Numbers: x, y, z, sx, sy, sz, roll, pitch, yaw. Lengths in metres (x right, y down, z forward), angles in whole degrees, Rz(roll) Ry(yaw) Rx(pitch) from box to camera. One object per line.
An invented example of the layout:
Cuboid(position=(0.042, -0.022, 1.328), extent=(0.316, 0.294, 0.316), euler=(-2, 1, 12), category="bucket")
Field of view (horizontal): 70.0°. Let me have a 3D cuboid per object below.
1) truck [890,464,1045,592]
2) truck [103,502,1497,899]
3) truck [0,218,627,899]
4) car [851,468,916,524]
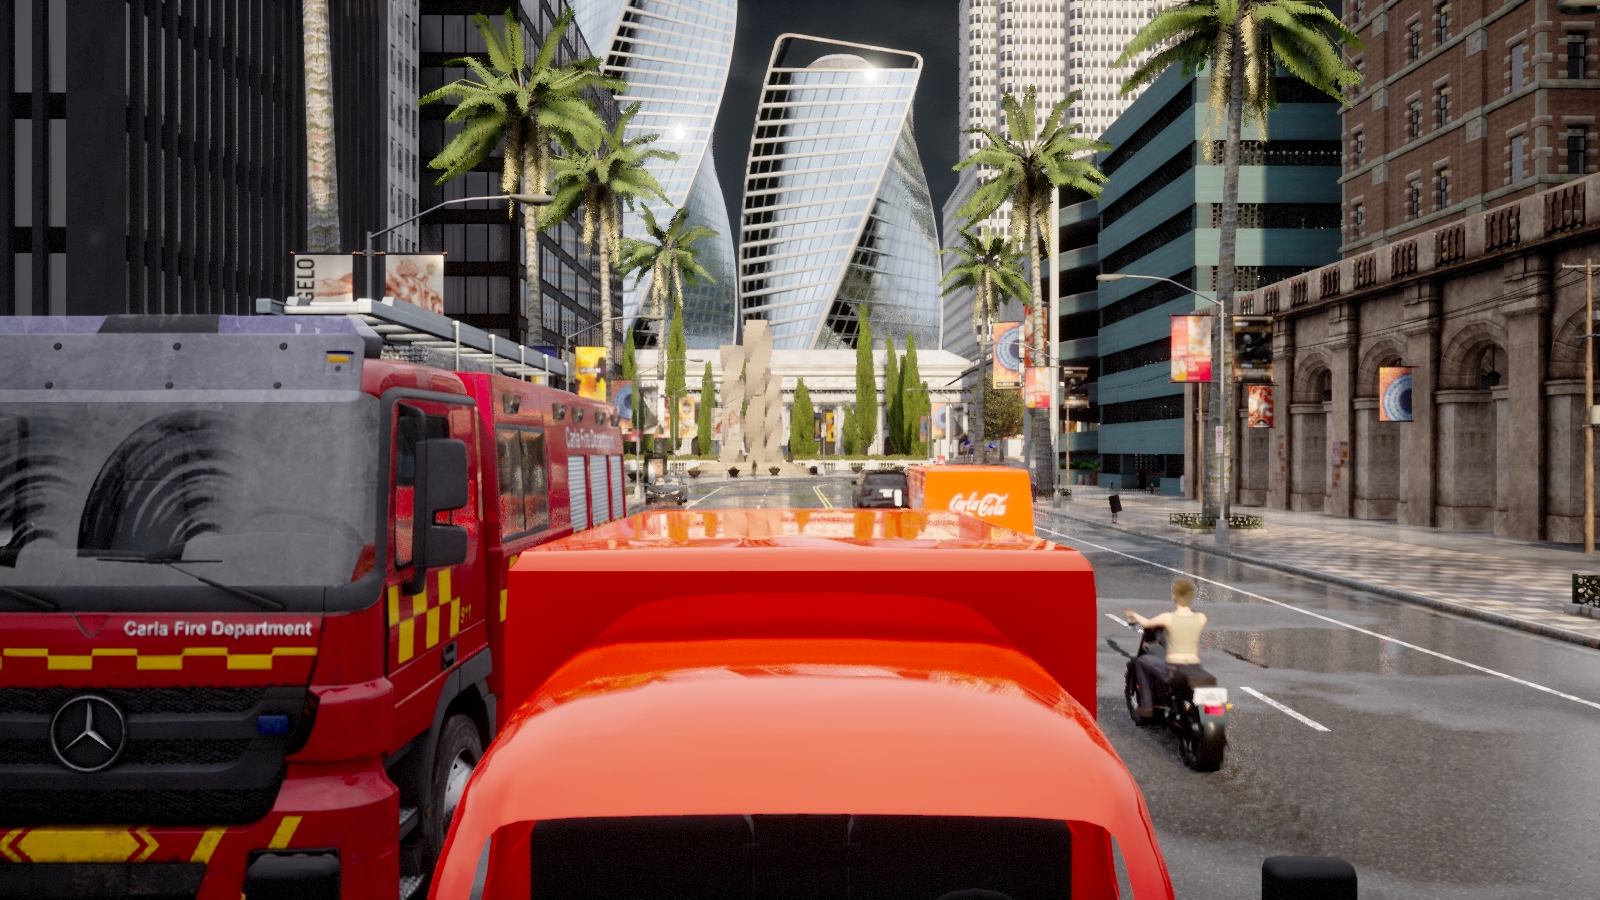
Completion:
Cuboid(position=(3.503, 1.577, 25.141), extent=(2.627, 2.467, 5.204), euler=(0, 0, 0), category="truck")
Cuboid(position=(-0.001, 1.570, 4.756), extent=(2.627, 2.467, 5.204), euler=(0, 0, 0), category="truck")
Cuboid(position=(-3.491, 0.895, 9.272), extent=(2.891, 3.827, 8.468), euler=(0, 0, 0), category="truck")
Cuboid(position=(3.307, 1.796, 46.190), extent=(2.150, 2.045, 5.566), euler=(0, 0, -1), category="car")
